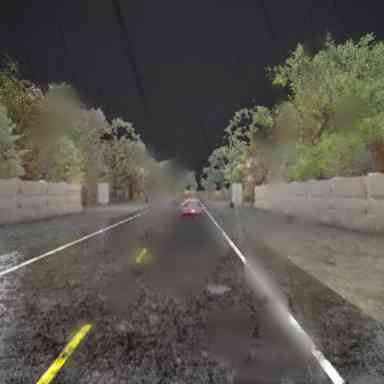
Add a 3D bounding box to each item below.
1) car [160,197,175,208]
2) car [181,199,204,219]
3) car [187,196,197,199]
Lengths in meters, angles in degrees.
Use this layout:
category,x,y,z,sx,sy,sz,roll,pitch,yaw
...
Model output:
category,x,y,z,sx,sy,sz,roll,pitch,yaw
car,-3.598,1.518,49.264,2.128,1.511,4.902,0,0,0
car,0.081,1.584,29.907,1.994,1.385,4.181,0,-1,0
car,0.021,1.380,45.089,2.097,1.767,4.553,0,0,0
